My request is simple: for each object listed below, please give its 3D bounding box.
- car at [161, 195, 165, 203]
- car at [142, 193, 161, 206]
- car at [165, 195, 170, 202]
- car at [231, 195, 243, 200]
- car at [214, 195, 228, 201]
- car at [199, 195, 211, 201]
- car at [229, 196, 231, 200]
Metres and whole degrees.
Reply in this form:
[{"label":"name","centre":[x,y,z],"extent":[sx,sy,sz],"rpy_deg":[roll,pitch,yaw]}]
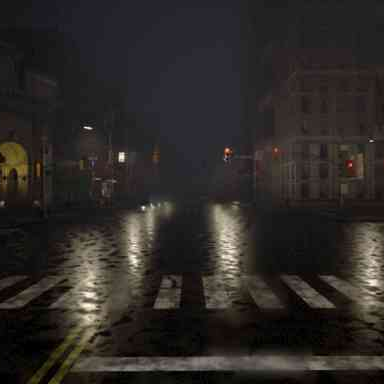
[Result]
[{"label":"car","centre":[-7.009,1.505,66.178],"extent":[1.837,1.490,4.892],"rpy_deg":[0,0,1]},{"label":"car","centre":[-7.076,1.221,56.486],"extent":[2.150,2.045,5.566],"rpy_deg":[0,0,0]},{"label":"car","centre":[-6.352,1.478,76.621],"extent":[1.882,1.535,5.008],"rpy_deg":[0,0,7]},{"label":"car","centre":[12.455,1.500,94.111],"extent":[1.837,1.490,4.892],"rpy_deg":[0,0,41]},{"label":"car","centre":[7.088,1.525,85.317],"extent":[2.128,1.511,4.902],"rpy_deg":[0,0,25]},{"label":"car","centre":[3.287,1.524,85.339],"extent":[1.812,1.442,4.674],"rpy_deg":[0,0,22]},{"label":"car","centre":[8.234,1.466,94.330],"extent":[1.882,1.535,5.008],"rpy_deg":[0,0,38]}]
